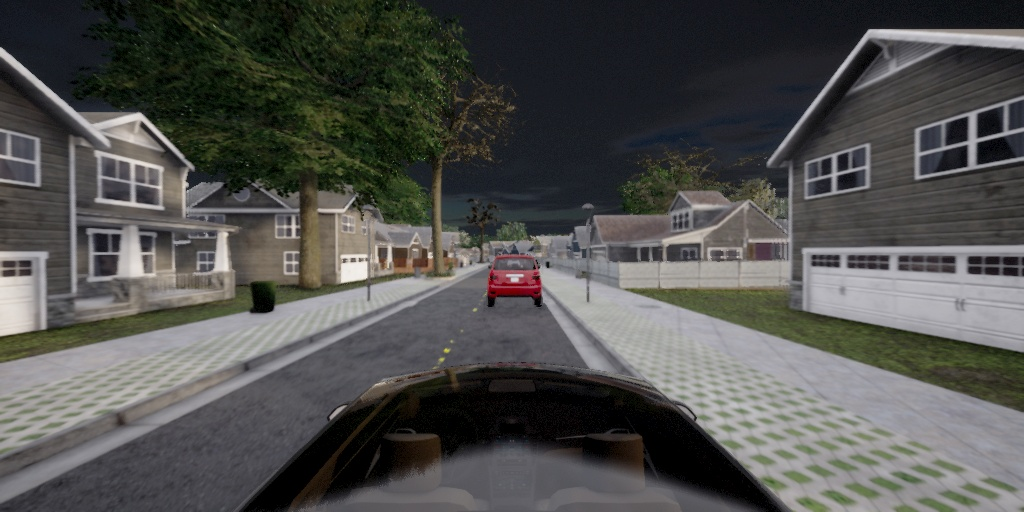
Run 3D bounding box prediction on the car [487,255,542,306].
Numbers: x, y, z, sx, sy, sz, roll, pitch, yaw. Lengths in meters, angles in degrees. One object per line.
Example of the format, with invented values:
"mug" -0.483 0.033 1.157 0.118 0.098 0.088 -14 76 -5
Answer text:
"car" 0.102 0.970 15.892 2.150 2.045 5.566 0 0 0
